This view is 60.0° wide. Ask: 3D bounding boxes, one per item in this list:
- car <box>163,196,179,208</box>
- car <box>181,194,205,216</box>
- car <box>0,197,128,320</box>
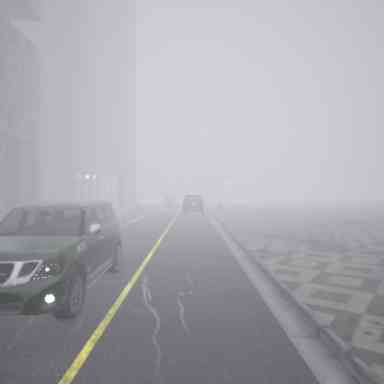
[{"bbox_3d":[-3.059,1.428,48.508,2.097,1.767,4.553,0,0,0],"label":"car"},{"bbox_3d":[0.106,1.267,33.850,2.150,2.045,5.566,0,0,0],"label":"car"},{"bbox_3d":[-3.100,1.229,7.671,2.150,2.045,5.566,0,0,0],"label":"car"}]
